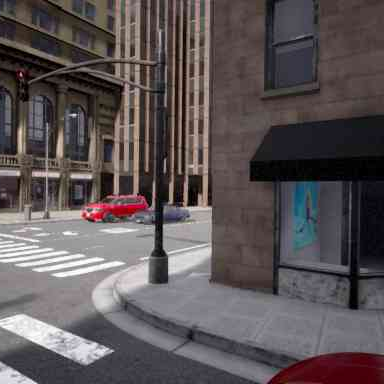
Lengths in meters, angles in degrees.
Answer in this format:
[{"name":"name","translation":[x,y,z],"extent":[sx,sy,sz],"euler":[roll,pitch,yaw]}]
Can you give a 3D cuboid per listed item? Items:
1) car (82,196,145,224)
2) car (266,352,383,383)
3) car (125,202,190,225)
[{"name":"car","translation":[-5.883,1.314,26.221],"extent":[2.150,2.045,5.566],"euler":[1,0,35]},{"name":"car","translation":[2.359,1.545,1.291],"extent":[4.507,1.381,1.887],"euler":[0,1,35]},{"name":"car","translation":[-2.263,1.702,25.734],"extent":[2.033,1.411,5.357],"euler":[1,0,35]}]
